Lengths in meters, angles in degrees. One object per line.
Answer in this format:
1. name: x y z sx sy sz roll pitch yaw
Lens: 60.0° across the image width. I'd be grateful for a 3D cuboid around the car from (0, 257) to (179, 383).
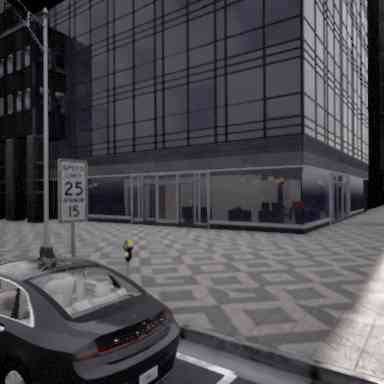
1. car: -2.204 1.590 4.535 4.403 1.369 2.008 -1 0 36
